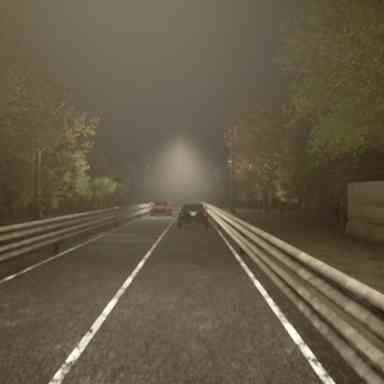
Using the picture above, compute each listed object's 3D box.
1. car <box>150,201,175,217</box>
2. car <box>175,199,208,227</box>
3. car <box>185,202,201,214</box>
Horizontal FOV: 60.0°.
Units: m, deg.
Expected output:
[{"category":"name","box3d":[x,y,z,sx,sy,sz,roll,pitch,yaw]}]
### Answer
[{"category":"car","box3d":[-3.337,1.729,36.534,2.097,1.767,4.553,0,-1,0]},{"category":"car","box3d":[0.090,1.545,24.525,2.097,1.767,4.553,0,-1,0]},{"category":"car","box3d":[0.104,1.982,41.941,1.837,1.490,4.892,0,-1,0]}]
